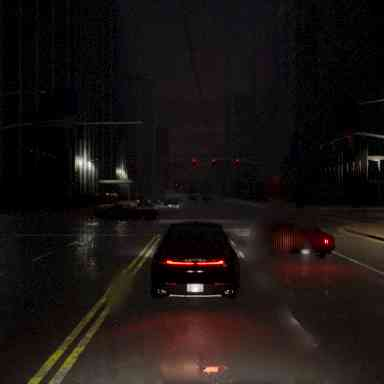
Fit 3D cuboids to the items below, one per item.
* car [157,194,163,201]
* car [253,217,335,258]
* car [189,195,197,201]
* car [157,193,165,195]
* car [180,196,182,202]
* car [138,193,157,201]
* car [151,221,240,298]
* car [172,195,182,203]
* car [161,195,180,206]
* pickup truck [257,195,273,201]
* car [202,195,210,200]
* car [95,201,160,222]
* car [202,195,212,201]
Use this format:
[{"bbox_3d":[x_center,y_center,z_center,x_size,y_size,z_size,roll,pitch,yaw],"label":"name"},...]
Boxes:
[{"bbox_3d":[-6.889,1.505,60.130,1.837,1.490,4.892,0,0,1],"label":"car"},{"bbox_3d":[3.619,1.601,12.758,1.895,1.301,4.718,0,0,0],"label":"car"},{"bbox_3d":[0.243,1.487,80.031,1.837,1.490,4.892,0,0,0],"label":"car"},{"bbox_3d":[-6.786,1.225,70.537,2.150,2.045,5.566,0,0,0],"label":"car"},{"bbox_3d":[-3.361,1.601,63.240,1.895,1.301,4.718,0,0,1],"label":"car"},{"bbox_3d":[-6.939,1.352,49.977,2.097,1.767,4.553,0,0,0],"label":"car"},{"bbox_3d":[0.084,1.505,8.502,1.837,1.490,4.892,0,0,1],"label":"car"},{"bbox_3d":[-3.277,1.478,73.361,1.882,1.535,5.008,0,0,0],"label":"car"},{"bbox_3d":[-3.417,1.564,53.951,1.994,1.385,4.181,0,0,0],"label":"car"},{"bbox_3d":[16.851,1.059,75.811,2.390,2.098,6.274,0,0,31],"label":"pickup truck"},{"bbox_3d":[3.776,1.552,90.510,1.994,1.385,4.181,0,0,0],"label":"car"},{"bbox_3d":[-4.846,1.601,25.490,4.718,1.301,1.895,0,0,1],"label":"car"},{"bbox_3d":[3.744,1.478,80.347,1.882,1.535,5.008,0,0,0],"label":"car"}]
